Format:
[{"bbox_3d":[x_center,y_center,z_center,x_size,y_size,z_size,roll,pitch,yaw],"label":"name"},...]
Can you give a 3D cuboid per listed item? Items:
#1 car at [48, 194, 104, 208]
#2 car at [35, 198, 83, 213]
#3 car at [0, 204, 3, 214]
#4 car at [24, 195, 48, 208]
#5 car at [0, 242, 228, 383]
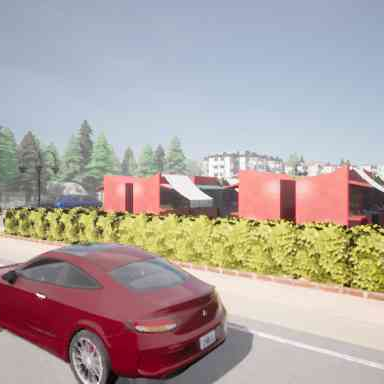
[{"bbox_3d":[-10.824,1.280,33.019,2.150,2.045,5.566,0,0,37],"label":"car"},{"bbox_3d":[-15.462,1.537,38.895,1.882,1.535,5.008,0,0,36],"label":"car"},{"bbox_3d":[-20.729,1.412,31.691,2.097,1.767,4.553,0,0,36],"label":"car"},{"bbox_3d":[-14.459,1.281,34.343,2.150,2.045,5.566,0,0,36],"label":"car"},{"bbox_3d":[-1.677,1.526,5.189,4.674,1.442,1.812,0,0,36],"label":"car"}]
